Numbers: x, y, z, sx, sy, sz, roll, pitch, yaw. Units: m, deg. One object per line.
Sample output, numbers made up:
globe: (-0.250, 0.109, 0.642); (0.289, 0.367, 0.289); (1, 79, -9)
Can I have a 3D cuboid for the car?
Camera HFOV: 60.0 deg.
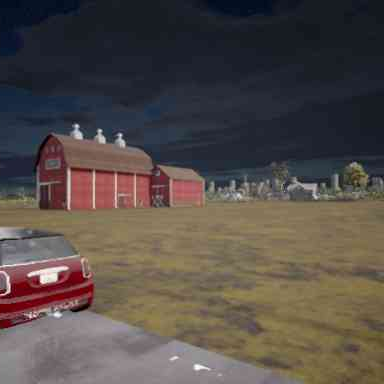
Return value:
car: (-4.158, 1.525, 6.994); (4.553, 1.767, 2.097); (-1, -2, 37)
